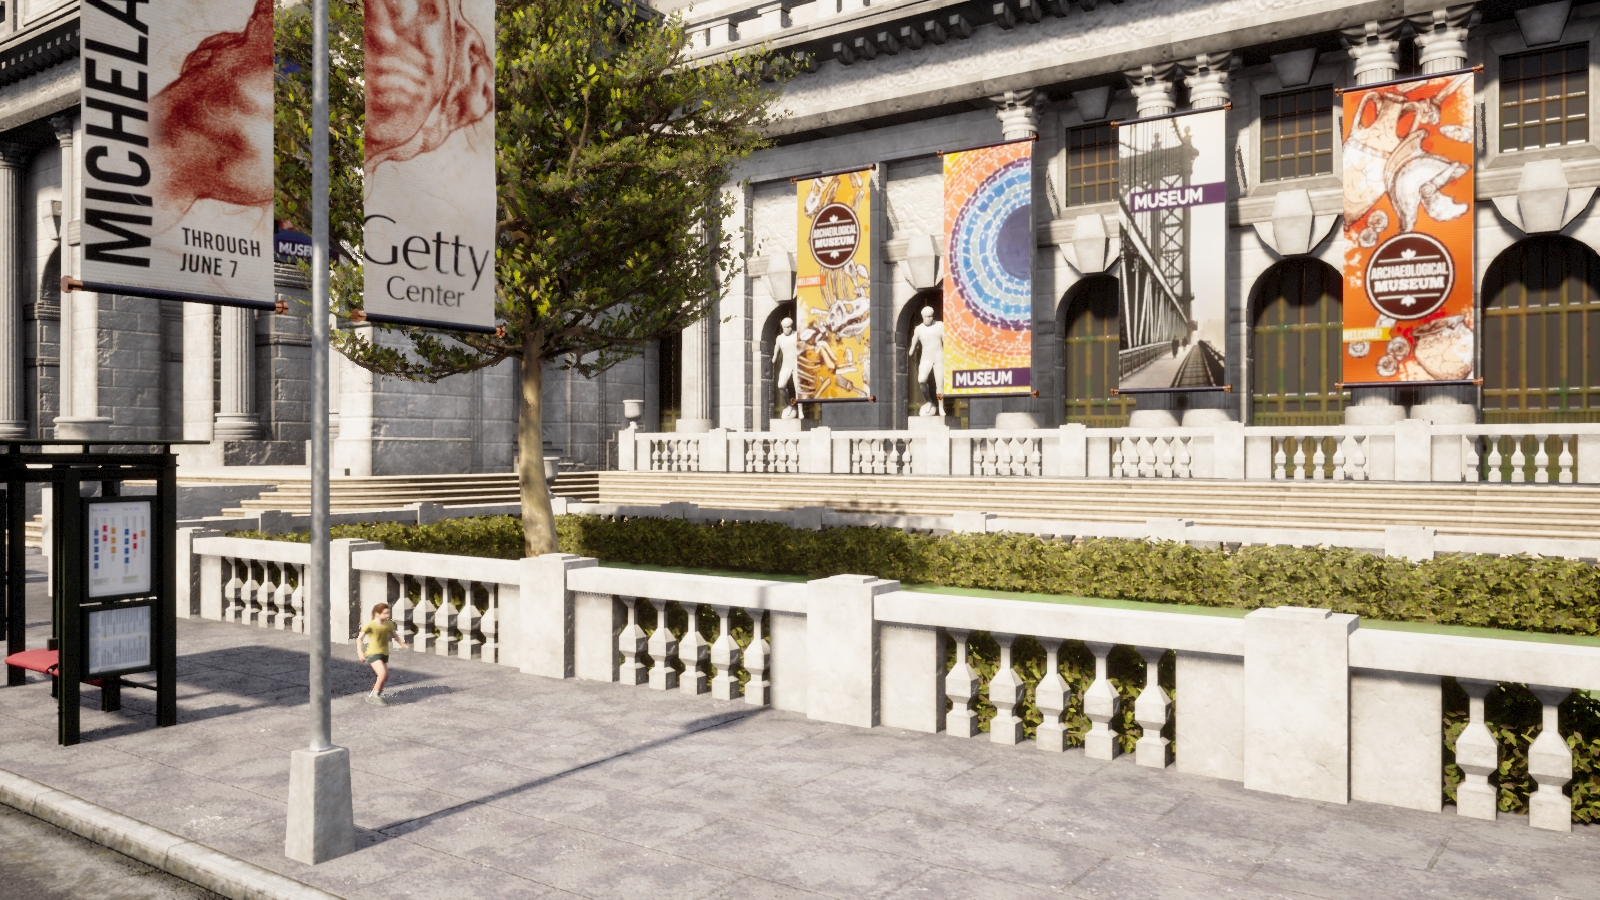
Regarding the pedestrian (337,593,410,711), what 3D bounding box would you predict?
[{"bbox_3d":[-4.408,2.072,11.817,0.500,1.100,0.500,0,0,27],"label":"pedestrian"}]
